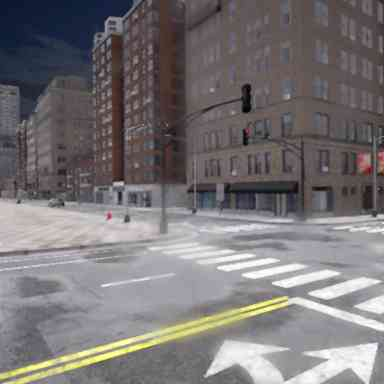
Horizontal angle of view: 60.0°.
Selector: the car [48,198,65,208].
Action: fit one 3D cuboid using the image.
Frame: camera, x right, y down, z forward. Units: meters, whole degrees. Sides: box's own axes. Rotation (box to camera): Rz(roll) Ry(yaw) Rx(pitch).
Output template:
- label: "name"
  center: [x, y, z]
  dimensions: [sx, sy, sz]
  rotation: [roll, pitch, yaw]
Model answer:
- label: "car"
  center: [-22.508, 1.798, 55.246]
  dimensions: [1.837, 1.490, 4.892]
  rotation: [-1, 0, -35]
